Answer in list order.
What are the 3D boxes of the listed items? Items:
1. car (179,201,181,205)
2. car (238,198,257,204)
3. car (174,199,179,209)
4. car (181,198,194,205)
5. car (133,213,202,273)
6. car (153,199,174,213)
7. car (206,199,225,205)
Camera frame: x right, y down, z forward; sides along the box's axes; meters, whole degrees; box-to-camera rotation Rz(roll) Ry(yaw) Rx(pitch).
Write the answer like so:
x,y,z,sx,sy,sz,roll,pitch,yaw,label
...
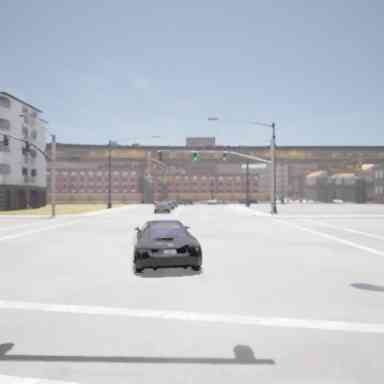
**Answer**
x,y,z,sx,sy,sz,roll,pitch,yaw,label
-3.475,1.966,60.118,1.837,1.490,4.892,0,0,0,car
13.425,2.136,79.734,4.902,1.511,2.128,0,0,-24,car
-3.561,1.875,49.965,2.128,1.511,4.902,0,0,0,car
-1.093,2.039,70.285,1.837,1.490,4.892,0,0,23,car
-0.955,1.621,11.046,1.994,1.385,4.181,0,0,-10,car
-3.575,1.840,40.826,1.812,1.442,4.674,0,0,0,car
5.383,2.162,73.809,1.895,1.301,4.718,0,-1,44,car
